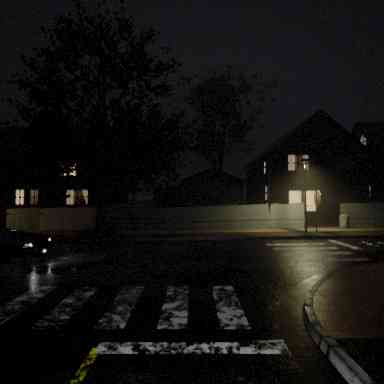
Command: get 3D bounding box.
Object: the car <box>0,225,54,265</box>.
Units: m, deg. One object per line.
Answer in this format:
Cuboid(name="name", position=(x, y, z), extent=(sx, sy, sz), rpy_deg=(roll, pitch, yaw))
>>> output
Cuboid(name="car", position=(-7.610, 1.614, 11.147), extent=(5.357, 1.411, 2.033), rpy_deg=(-1, -1, 0))
